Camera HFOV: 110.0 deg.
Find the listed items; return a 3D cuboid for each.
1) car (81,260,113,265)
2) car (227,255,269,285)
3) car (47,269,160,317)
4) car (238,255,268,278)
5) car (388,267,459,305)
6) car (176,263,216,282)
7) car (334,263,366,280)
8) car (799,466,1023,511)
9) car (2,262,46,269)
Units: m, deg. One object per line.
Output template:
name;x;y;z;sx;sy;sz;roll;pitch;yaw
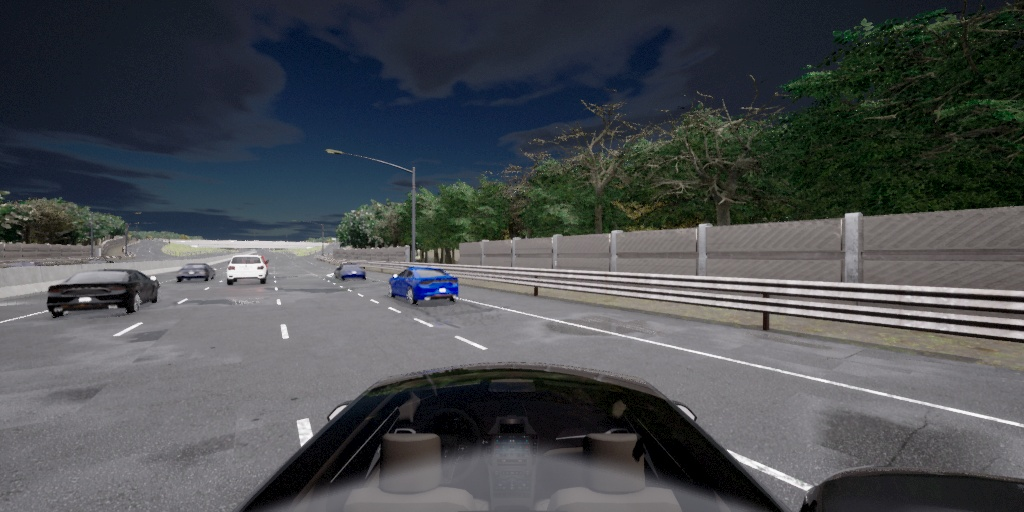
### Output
car;-44.760;1.212;38.836;1.837;1.490;4.892;0;0;-33
car;-19.274;0.957;26.201;2.150;2.045;5.566;0;0;-34
car;-14.843;1.222;13.344;1.882;1.535;5.008;0;0;-34
car;-25.263;0.946;35.153;2.150;2.045;5.566;0;0;-34
car;-4.140;1.225;16.258;1.882;1.535;5.008;0;0;-34
car;-25.077;1.277;28.565;2.033;1.411;5.357;0;0;-34
car;-13.976;1.298;30.867;1.994;1.385;4.181;0;0;-34
car;2.985;1.315;0.453;4.181;1.385;1.994;0;0;34
car;-45.472;1.275;33.574;1.994;1.385;4.181;0;0;-34
